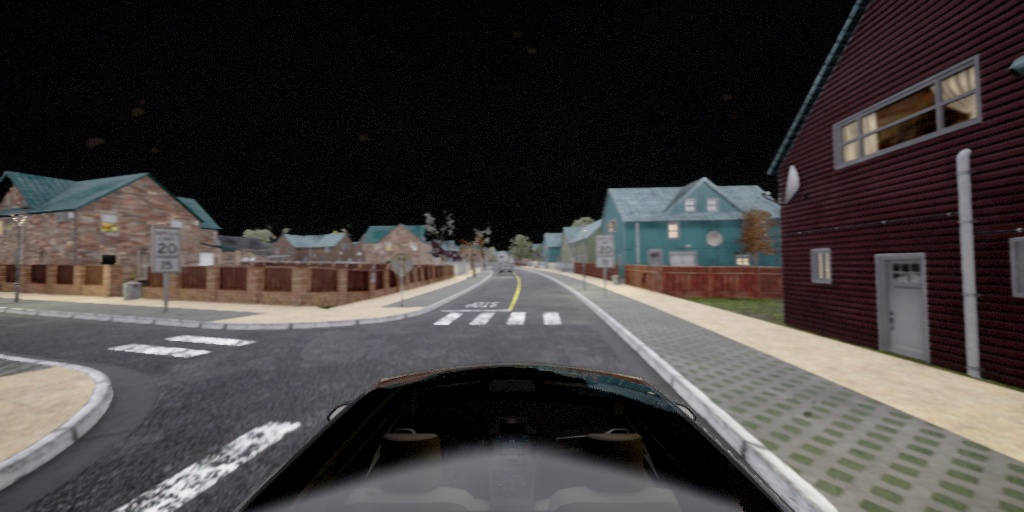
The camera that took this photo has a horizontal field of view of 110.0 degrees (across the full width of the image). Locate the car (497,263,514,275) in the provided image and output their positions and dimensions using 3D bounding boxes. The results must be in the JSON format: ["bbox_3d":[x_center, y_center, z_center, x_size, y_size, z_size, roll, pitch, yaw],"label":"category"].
[{"bbox_3d":[-0.850,1.678,48.298,1.837,1.490,4.892,-1,-1,-2],"label":"car"}]
